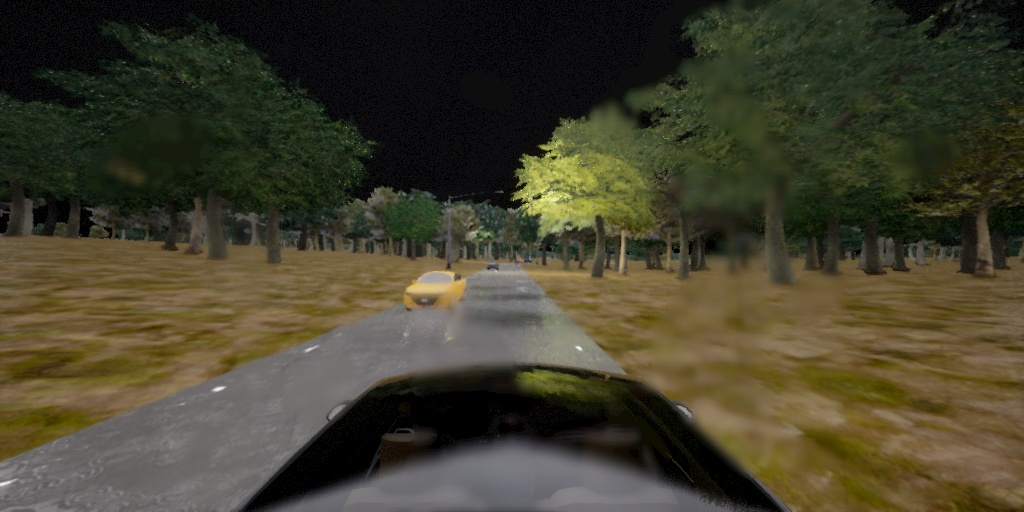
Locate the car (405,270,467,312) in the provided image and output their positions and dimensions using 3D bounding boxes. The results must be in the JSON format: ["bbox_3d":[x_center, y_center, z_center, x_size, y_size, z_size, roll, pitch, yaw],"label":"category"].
[{"bbox_3d":[-3.098,1.389,15.440,1.882,1.535,5.008,0,-1,0],"label":"car"}]

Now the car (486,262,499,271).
[{"bbox_3d":[-3.033,1.604,57.417,2.033,1.411,5.357,0,0,1],"label":"car"}]
